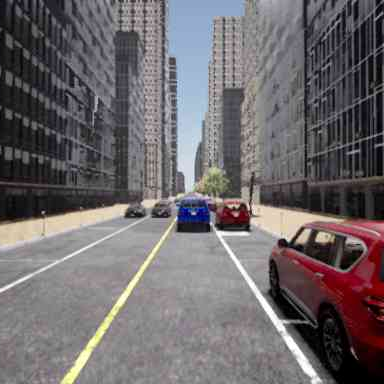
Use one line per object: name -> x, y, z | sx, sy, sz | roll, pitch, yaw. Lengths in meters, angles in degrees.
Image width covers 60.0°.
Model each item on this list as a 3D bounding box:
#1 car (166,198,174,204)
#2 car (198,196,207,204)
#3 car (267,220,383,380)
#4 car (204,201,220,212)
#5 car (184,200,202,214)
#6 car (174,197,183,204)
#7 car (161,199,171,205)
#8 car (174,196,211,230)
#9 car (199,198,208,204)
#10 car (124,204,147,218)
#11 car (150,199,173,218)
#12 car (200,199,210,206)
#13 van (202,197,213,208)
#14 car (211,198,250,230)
car -> -5.688, 2.178, 85.104 | 1.752, 1.417, 4.829 | 0, 0, 0
car -> 2.693, 1.970, 85.274 | 2.192, 1.841, 5.009 | 0, 0, 0
car -> 2.691, 1.368, 5.513 | 2.192, 1.841, 5.009 | 0, -1, 0
car -> 2.692, 1.930, 45.393 | 1.887, 1.381, 4.507 | 0, 0, 0
car -> 0.099, 1.850, 41.925 | 2.128, 1.511, 4.902 | 0, 0, 0
car -> -3.001, 1.928, 74.427 | 1.994, 1.385, 4.181 | 0, 0, 0
car -> -5.688, 2.148, 73.879 | 1.947, 1.339, 4.313 | 0, 0, 0
car -> 0.100, 1.432, 23.173 | 2.150, 2.045, 5.566 | 0, 0, 0
car -> 2.692, 2.185, 79.576 | 1.947, 1.339, 4.313 | 0, 0, 0
car -> -5.690, 1.863, 33.999 | 1.947, 1.339, 4.313 | 0, 0, 0
car -> -3.096, 1.802, 34.041 | 1.837, 1.490, 4.892 | 0, 0, 0
car -> 2.692, 2.127, 68.182 | 1.802, 1.307, 4.206 | 0, 0, 0
van -> 2.692, 1.808, 56.787 | 1.690, 1.788, 3.998 | 0, 0, 0
car -> 2.691, 1.519, 22.603 | 2.192, 1.841, 5.009 | 0, 0, 0
